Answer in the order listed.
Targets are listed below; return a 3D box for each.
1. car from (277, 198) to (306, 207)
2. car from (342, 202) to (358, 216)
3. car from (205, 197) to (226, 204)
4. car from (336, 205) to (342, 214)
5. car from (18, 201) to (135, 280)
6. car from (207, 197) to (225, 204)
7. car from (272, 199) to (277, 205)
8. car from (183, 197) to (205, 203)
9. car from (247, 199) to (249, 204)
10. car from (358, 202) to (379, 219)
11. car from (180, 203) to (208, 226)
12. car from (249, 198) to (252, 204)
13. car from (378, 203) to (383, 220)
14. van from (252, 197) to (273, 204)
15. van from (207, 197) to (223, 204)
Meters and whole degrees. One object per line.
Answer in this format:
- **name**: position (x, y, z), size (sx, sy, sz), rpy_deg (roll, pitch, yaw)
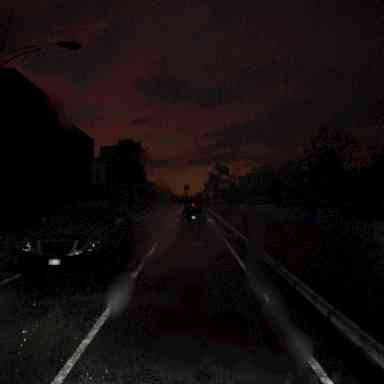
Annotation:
- **car**: position (18.810, 1.914, 61.895), size (4.553, 1.767, 2.185), rpy_deg (0, -1, 0)
- **car**: position (18.729, 1.785, 34.284), size (4.892, 1.521, 2.231), rpy_deg (0, -1, 0)
- **car**: position (6.167, 2.414, 86.415), size (5.366, 1.575, 1.946), rpy_deg (0, -2, 0)
- **car**: position (18.737, 1.854, 37.559), size (4.674, 1.452, 2.002), rpy_deg (0, -1, 0)
- **car**: position (-3.241, 1.324, 10.614), size (2.150, 2.045, 5.566), rpy_deg (0, -1, 0)
- **car**: position (6.362, 2.368, 89.336), size (4.553, 1.767, 2.185), rpy_deg (0, -2, 0)
- **car**: position (18.742, 2.110, 65.064), size (4.674, 1.452, 2.002), rpy_deg (0, -1, 0)
- **car**: position (0.136, 1.615, 41.139), size (2.150, 2.045, 5.566), rpy_deg (0, -1, 0)
- **car**: position (18.771, 2.554, 91.310), size (5.366, 1.575, 1.946), rpy_deg (0, -2, 0)
- **car**: position (18.735, 1.753, 31.010), size (5.008, 1.535, 2.097), rpy_deg (0, -1, 0)
- **car**: position (0.122, 1.812, 25.666), size (1.994, 1.385, 4.181), rpy_deg (0, -1, 0)
- **car**: position (18.789, 2.477, 88.650), size (5.366, 1.575, 1.946), rpy_deg (0, -2, 0)
- **car**: position (18.722, 1.764, 27.861), size (4.674, 1.452, 2.002), rpy_deg (0, -1, 0)
- **van**: position (18.507, 2.180, 85.861), size (4.442, 1.987, 1.878), rpy_deg (0, -2, 0)
- **van**: position (6.425, 2.361, 92.376), size (4.442, 1.987, 1.878), rpy_deg (0, -2, 0)
